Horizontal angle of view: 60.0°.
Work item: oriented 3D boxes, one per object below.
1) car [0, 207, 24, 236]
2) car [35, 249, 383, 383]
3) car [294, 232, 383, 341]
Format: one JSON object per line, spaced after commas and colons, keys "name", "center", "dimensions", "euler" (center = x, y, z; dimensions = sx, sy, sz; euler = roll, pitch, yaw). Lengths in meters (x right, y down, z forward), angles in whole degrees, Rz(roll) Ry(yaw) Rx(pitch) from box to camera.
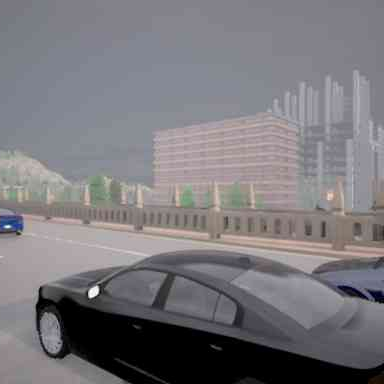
{"name": "car", "center": [-10.767, 1.526, 17.650], "dimensions": [5.008, 1.535, 1.882], "euler": [0, 0, 40]}
{"name": "car", "center": [-0.069, 1.496, 4.242], "dimensions": [5.008, 1.535, 1.882], "euler": [0, 0, 37]}
{"name": "car", "center": [4.086, 1.596, 5.501], "dimensions": [4.181, 1.385, 1.994], "euler": [0, 0, 35]}
